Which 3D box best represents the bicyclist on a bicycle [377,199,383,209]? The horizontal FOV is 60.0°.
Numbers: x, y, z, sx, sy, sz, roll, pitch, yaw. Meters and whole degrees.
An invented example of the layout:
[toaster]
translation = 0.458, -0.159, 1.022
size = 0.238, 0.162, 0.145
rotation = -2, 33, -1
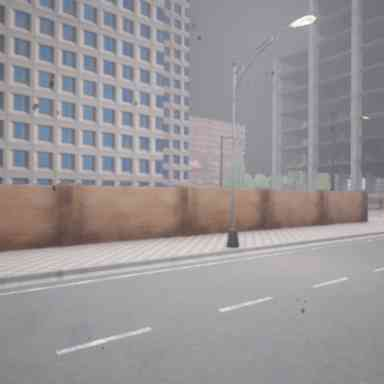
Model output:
[bicyclist on a bicycle]
translation = 30.396, 1.901, 53.745
size = 1.656, 1.620, 0.582
rotation = 0, 0, -35
